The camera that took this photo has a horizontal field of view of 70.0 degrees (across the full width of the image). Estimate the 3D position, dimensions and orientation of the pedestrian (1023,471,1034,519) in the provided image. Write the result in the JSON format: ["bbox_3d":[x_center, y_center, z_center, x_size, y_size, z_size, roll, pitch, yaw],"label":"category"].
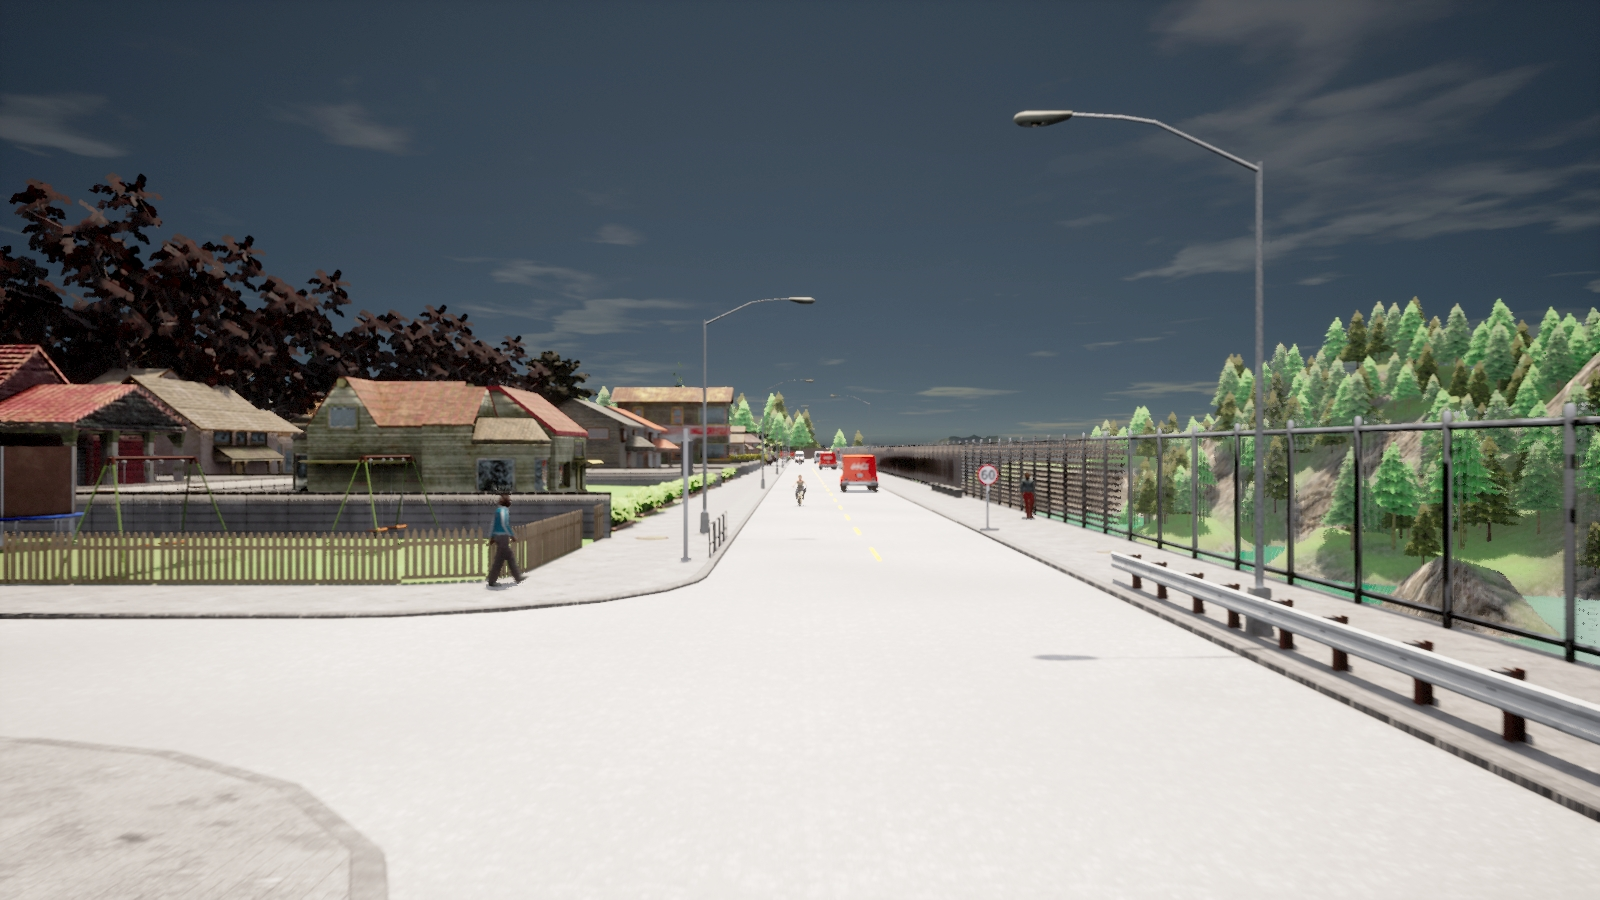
[{"bbox_3d":[8.870,1.748,44.388,0.375,1.860,0.375,0,0,1],"label":"pedestrian"}]

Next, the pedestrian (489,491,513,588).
[{"bbox_3d":[-5.857,1.748,22.376,0.375,1.860,0.375,0,0,-29],"label":"pedestrian"}]

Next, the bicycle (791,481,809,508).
[{"bbox_3d":[0.013,2.164,56.061,0.859,1.276,1.487,0,0,0],"label":"bicycle"}]
